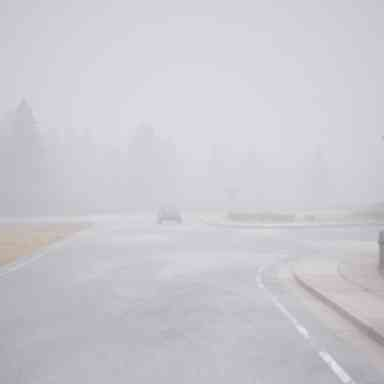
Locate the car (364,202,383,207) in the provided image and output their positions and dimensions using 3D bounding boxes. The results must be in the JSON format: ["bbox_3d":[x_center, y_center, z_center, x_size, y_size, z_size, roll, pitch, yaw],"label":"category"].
[{"bbox_3d":[26.325,2.086,45.838,4.193,1.474,1.816,0,-7,-24],"label":"car"}]

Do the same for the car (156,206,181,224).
[{"bbox_3d":[-1.996,1.838,27.886,2.033,1.411,5.357,0,-1,-8],"label":"car"}]

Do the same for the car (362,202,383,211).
[{"bbox_3d":[30.885,2.302,54.678,5.357,1.411,2.033,0,-1,-21],"label":"car"}]
